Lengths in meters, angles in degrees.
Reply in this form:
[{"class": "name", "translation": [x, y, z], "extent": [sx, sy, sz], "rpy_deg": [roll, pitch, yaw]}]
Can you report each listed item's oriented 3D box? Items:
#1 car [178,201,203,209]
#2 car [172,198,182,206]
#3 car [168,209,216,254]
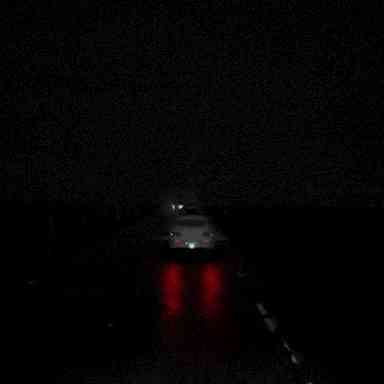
[{"class": "car", "translation": [0.004, 1.762, 28.909], "extent": [1.812, 1.442, 4.674], "rpy_deg": [0, 0, 0]}, {"class": "car", "translation": [-2.795, 1.938, 64.527], "extent": [2.033, 1.411, 5.357], "rpy_deg": [0, 0, 0]}, {"class": "car", "translation": [0.012, 1.646, 13.896], "extent": [1.812, 1.442, 4.674], "rpy_deg": [0, 0, 0]}]
